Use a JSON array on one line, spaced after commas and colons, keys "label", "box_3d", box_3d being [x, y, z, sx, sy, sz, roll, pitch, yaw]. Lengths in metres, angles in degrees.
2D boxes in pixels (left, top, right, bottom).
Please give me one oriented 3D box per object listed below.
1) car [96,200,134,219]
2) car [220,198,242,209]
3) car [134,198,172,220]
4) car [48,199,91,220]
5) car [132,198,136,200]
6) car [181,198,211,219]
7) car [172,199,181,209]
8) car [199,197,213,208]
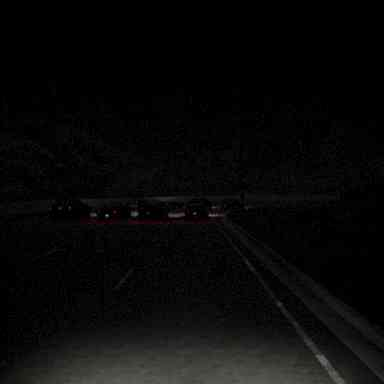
[{"label": "car", "box_3d": [-6.571, 1.589, 28.692, 1.895, 1.301, 4.718, 0, 0, 5]}, {"label": "car", "box_3d": [5.257, 1.507, 44.161, 1.812, 1.442, 4.674, 0, 0, 29]}, {"label": "car", "box_3d": [-3.138, 1.466, 27.849, 1.882, 1.535, 5.008, 0, 0, 5]}, {"label": "car", "box_3d": [-10.313, 1.340, 28.473, 2.097, 1.767, 4.553, 0, 0, 4]}, {"label": "car", "box_3d": [-6.627, 1.473, 43.984, 2.128, 1.511, 4.902, 0, 0, 22]}, {"label": "car", "box_3d": [0.440, 1.514, 28.529, 1.812, 1.442, 4.674, 0, 0, 5]}, {"label": "car", "box_3d": [-2.680, 1.582, 44.008, 1.895, 1.301, 4.718, 0, 0, 24]}, {"label": "car", "box_3d": [1.269, 1.487, 44.079, 1.837, 1.490, 4.892, 0, 0, 26]}]
